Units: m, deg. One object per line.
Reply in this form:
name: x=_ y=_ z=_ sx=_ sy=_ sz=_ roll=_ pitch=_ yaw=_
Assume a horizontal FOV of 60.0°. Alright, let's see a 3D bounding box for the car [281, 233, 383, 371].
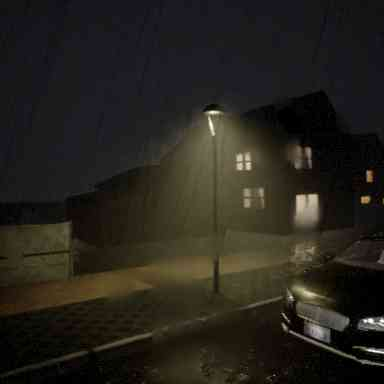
car: x=3.557 y=1.491 z=5.597 sx=4.902 sy=1.511 sz=2.128 roll=0 pitch=0 yaw=-36
